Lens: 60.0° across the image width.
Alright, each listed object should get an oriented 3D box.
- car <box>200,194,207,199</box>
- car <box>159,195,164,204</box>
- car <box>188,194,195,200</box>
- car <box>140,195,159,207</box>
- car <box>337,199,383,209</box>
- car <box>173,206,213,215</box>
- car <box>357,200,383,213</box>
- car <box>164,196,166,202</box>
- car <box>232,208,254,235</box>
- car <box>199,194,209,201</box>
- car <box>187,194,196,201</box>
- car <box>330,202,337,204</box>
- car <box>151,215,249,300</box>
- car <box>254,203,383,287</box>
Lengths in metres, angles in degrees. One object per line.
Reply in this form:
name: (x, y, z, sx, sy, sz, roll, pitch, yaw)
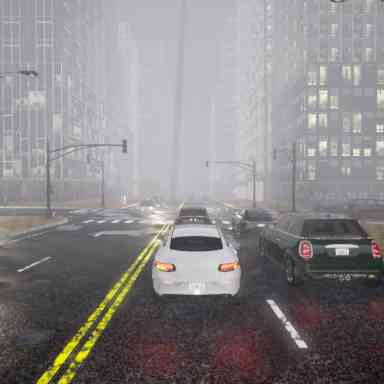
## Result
car: (3.038, 1.266, 90.817, 1.812, 1.442, 4.674, 0, 0, 0)
car: (-6.711, 1.430, 61.146, 1.882, 1.535, 5.008, 0, 0, 1)
car: (-0.212, 1.220, 90.810, 1.882, 1.535, 5.008, 0, 0, 0)
car: (-6.709, 1.528, 50.821, 1.994, 1.385, 4.181, 0, 0, 0)
car: (16.132, 1.519, 29.641, 5.009, 1.841, 2.192, 1, 0, 1)
car: (0.060, 1.495, 17.477, 1.837, 1.490, 4.892, 0, 0, 0)
car: (21.721, 1.642, 37.941, 4.829, 1.417, 1.752, 1, 0, 1)
car: (-6.668, 1.416, 71.521, 1.882, 1.535, 5.008, 0, 0, 0)
car: (3.307, 1.555, 17.890, 1.994, 1.385, 4.181, 0, 0, 0)
car: (3.063, 1.396, 80.400, 1.882, 1.535, 5.008, 0, 0, 0)
car: (-0.187, 1.418, 80.393, 1.837, 1.490, 4.892, 0, 0, 0)
car: (15.072, 1.702, 35.427, 4.718, 1.301, 1.895, 0, 1, 0)
car: (0.083, 1.522, 8.228, 1.812, 1.442, 4.674, 0, 0, 0)
car: (3.329, 1.348, 9.504, 2.097, 1.767, 4.553, 0, 0, 0)
